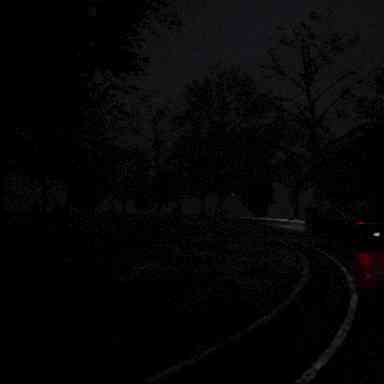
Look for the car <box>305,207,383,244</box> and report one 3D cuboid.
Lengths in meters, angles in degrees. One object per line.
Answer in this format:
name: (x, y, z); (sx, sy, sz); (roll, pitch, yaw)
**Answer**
car: (7.060, 1.466, 15.612); (2.128, 1.511, 4.902); (0, 0, -7)
